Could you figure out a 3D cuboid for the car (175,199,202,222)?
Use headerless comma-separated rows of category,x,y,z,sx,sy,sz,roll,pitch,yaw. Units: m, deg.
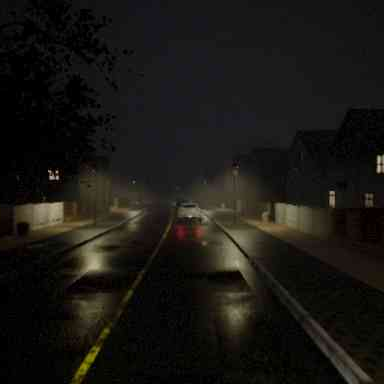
car,-0.230,1.562,26.721,1.812,1.442,4.674,0,0,-2
